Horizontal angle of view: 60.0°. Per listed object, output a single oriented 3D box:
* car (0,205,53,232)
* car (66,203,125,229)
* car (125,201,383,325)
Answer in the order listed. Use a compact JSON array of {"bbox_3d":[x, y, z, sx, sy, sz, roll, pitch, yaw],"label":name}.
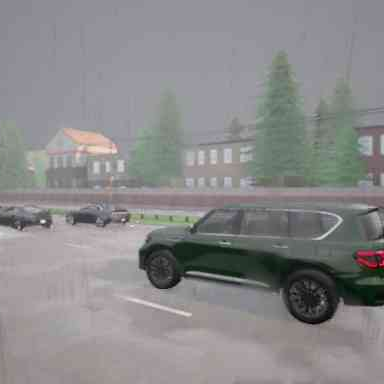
[{"bbox_3d":[-10.190,1.475,19.896,4.674,1.442,1.812,0,0,35],"label":"car"},{"bbox_3d":[-6.081,1.451,21.273,4.902,1.511,2.128,0,0,36],"label":"car"},{"bbox_3d":[1.329,1.217,7.349,5.566,2.045,2.150,0,0,36],"label":"car"}]
